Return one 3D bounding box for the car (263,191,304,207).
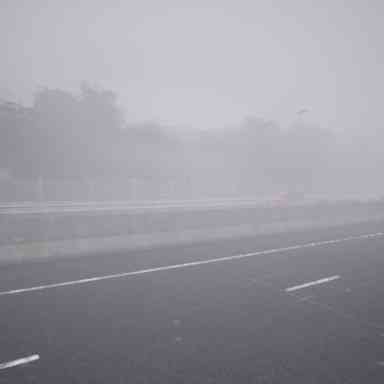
[{"bbox_3d":[10.296,0.976,36.640,5.566,2.045,2.150,-1,0,-34],"label":"car"}]

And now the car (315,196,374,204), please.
[{"bbox_3d":[14.178,1.307,30.822,5.357,1.411,2.033,-1,0,-34],"label":"car"}]

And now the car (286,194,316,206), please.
[{"bbox_3d":[12.265,1.248,33.740,4.902,1.511,2.128,-1,0,-34],"label":"car"}]

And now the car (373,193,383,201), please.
[{"bbox_3d":[26.908,0.902,47.575,4.674,1.442,1.812,-2,1,-33],"label":"car"}]
